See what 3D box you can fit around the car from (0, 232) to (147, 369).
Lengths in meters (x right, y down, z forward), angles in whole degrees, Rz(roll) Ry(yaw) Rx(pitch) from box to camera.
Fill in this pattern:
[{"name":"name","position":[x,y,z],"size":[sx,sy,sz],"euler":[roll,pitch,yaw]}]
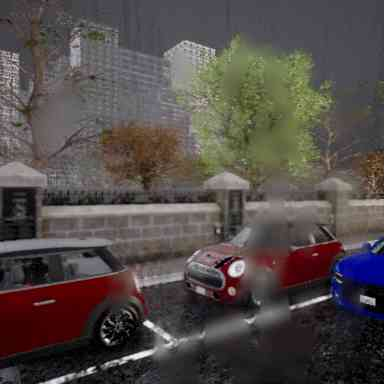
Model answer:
[{"name":"car","position":[-2.776,1.441,4.577],"size":[4.097,1.590,1.967],"euler":[0,0,-35]}]

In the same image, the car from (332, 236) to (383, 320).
[{"name":"car","position":[4.896,1.500,6.869],"size":[5.008,1.535,1.882],"euler":[0,0,-35]}]

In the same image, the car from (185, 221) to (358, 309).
[{"name":"car","position":[1.808,1.457,7.844],"size":[4.097,1.590,1.967],"euler":[0,0,-35]}]
